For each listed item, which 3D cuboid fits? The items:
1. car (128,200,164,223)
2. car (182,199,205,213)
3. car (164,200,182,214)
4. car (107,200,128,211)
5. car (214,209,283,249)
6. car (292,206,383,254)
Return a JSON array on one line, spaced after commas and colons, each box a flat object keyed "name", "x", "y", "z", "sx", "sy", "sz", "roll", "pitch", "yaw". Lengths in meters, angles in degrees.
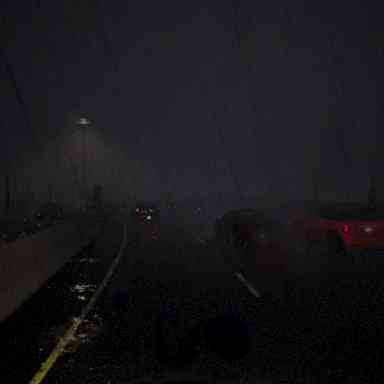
[{"name": "car", "x": -3.633, "y": 1.517, "z": 25.546, "sx": 1.837, "sy": 1.490, "sz": 4.892, "roll": 0, "pitch": 0, "yaw": -15}, {"name": "car", "x": -0.054, "y": 1.508, "z": 37.248, "sx": 1.837, "sy": 1.490, "sz": 4.892, "roll": 0, "pitch": 0, "yaw": -20}, {"name": "car", "x": -3.144, "y": 1.559, "z": 35.732, "sx": 2.033, "sy": 1.411, "sz": 5.357, "roll": 0, "pitch": 0, "yaw": -20}, {"name": "car", "x": -9.189, "y": 1.629, "z": 41.143, "sx": 1.895, "sy": 1.301, "sz": 4.718, "roll": 0, "pitch": 0, "yaw": -24}, {"name": "car", "x": 2.269, "y": 1.473, "z": 14.542, "sx": 1.882, "sy": 1.535, "sz": 5.008, "roll": 0, "pitch": 0, "yaw": -8}, {"name": "car", "x": 5.890, "y": 1.337, "z": 13.707, "sx": 2.097, "sy": 1.767, "sz": 4.553, "roll": 0, "pitch": 0, "yaw": -7}]
